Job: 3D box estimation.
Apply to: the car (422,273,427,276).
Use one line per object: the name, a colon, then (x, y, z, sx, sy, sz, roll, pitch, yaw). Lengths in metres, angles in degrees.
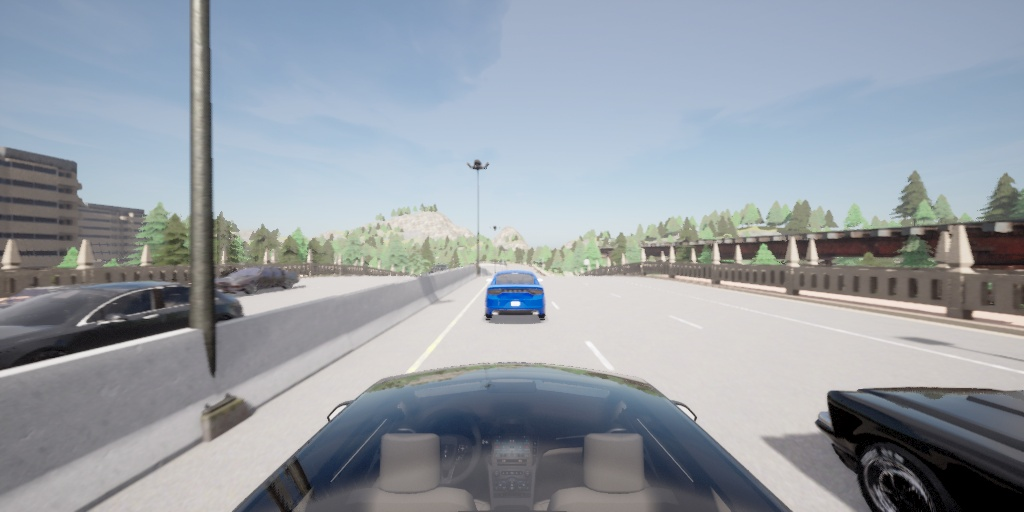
car: (-14.004, 3.444, 61.797, 2.033, 1.411, 5.357, 0, -6, 1)

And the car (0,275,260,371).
car: (-7.099, 1.255, 6.250, 1.837, 1.490, 4.892, 0, 0, 0)

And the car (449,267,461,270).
car: (-7.059, 2.209, 50.230, 1.882, 1.535, 5.008, 0, -5, 0)

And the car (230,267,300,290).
car: (-14.096, 1.296, 19.897, 2.033, 1.411, 5.357, 0, 0, 0)

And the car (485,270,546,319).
car: (0.102, 1.226, 12.805, 1.882, 1.535, 5.008, 0, 0, 0)

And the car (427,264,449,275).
car: (-10.542, 2.232, 53.256, 2.150, 2.045, 5.566, 0, -6, 0)

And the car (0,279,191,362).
car: (-10.599, 1.350, 8.424, 1.895, 1.301, 4.718, 0, 0, 0)

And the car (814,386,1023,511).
car: (3.596, 1.351, 0.981, 1.895, 1.301, 4.718, 0, 0, 0)
